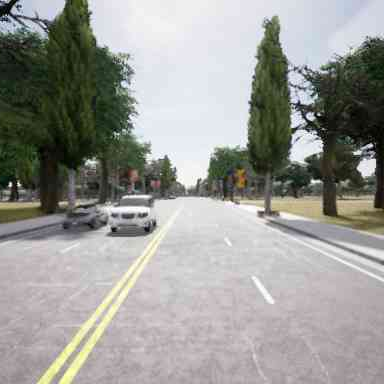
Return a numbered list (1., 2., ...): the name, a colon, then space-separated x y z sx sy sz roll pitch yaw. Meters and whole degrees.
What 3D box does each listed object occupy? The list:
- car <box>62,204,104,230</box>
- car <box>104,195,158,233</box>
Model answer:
1. car: -6.594 1.515 21.078 1.812 1.442 4.674 0 0 0
2. car: -3.347 1.211 20.054 2.150 2.045 5.566 0 0 0
